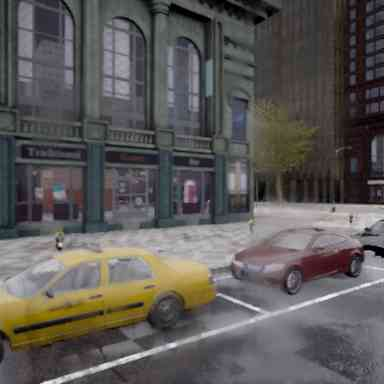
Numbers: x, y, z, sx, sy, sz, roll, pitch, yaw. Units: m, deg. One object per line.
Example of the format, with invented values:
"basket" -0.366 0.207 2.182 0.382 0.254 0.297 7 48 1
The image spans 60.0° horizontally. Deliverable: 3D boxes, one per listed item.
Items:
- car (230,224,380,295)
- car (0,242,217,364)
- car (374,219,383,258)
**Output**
"car" 2.904 1.609 8.720 4.206 1.307 1.802 0 0 -35
"car" -1.825 1.531 5.350 4.829 1.417 1.752 0 0 -35
"car" 7.494 1.614 11.991 4.313 1.339 1.947 0 0 -35
